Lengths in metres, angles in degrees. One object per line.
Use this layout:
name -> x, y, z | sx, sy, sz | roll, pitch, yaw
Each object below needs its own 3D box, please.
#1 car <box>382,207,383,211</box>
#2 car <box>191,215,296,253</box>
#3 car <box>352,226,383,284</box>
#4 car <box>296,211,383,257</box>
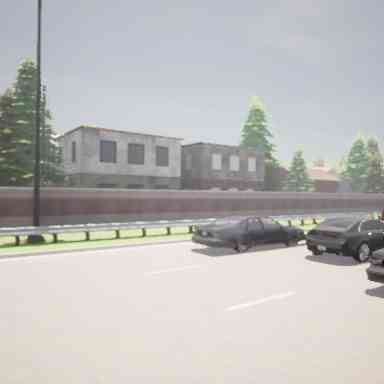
car -> 15.565, 1.572, 23.537 | 5.566, 2.045, 2.150 | 1, 0, -35
car -> 2.546, 1.684, 14.259 | 5.357, 1.411, 2.033 | 1, -1, -35
car -> 6.609, 1.684, 8.559 | 5.357, 1.411, 2.033 | 1, -1, -35
car -> 6.383, 1.672, 12.668 | 4.892, 1.490, 1.837 | 0, 0, -35
